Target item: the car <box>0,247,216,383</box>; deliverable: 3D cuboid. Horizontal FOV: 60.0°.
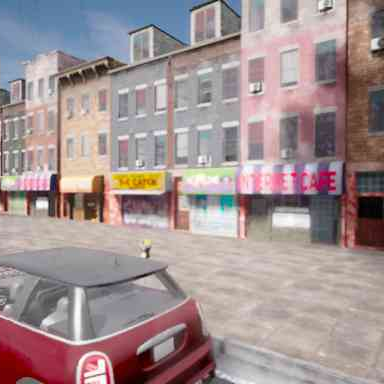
[{"bbox_3d":[-1.831,1.417,4.106,4.097,1.590,1.967,0,0,35],"label":"car"}]
